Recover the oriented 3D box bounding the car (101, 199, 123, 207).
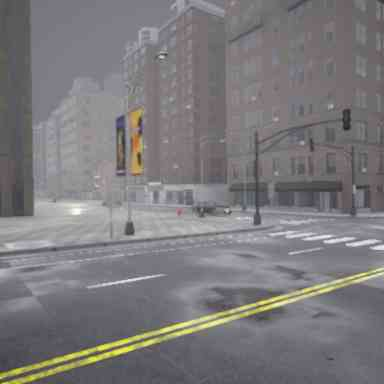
[{"bbox_3d":[-12.986,1.719,53.741,2.033,1.411,5.357,-1,0,-35],"label":"car"}]

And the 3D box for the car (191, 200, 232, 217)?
[{"bbox_3d":[1.865,1.573,32.576,2.128,1.511,4.902,-1,1,-35],"label":"car"}]
